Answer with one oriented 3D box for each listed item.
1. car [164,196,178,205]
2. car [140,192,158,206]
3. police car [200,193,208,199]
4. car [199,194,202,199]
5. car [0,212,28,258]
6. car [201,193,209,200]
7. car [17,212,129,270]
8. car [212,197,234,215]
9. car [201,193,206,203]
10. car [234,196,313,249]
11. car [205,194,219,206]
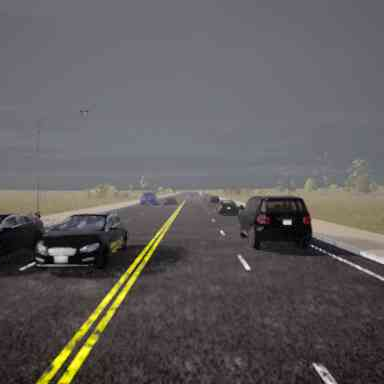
[{"bbox_3d":[-3.318,1.343,52.327,1.994,1.385,4.181,0,0,0],"label":"car"},{"bbox_3d":[-6.572,1.005,51.393,2.150,2.045,5.566,0,0,0],"label":"car"},{"bbox_3d":[3.251,1.102,93.045,2.038,1.542,4.974,0,0,0],"label":"police car"},{"bbox_3d":[3.250,1.202,71.075,2.163,1.488,4.792,0,0,0],"label":"car"},{"bbox_3d":[-6.600,1.446,10.955,2.128,1.511,4.902,0,0,0],"label":"car"},{"bbox_3d":[3.251,1.104,82.235,1.801,1.575,5.366,0,0,0],"label":"car"},{"bbox_3d":[-3.350,1.446,10.955,2.128,1.511,4.902,0,0,0],"label":"car"},{"bbox_3d":[3.350,1.429,32.273,1.994,1.385,4.181,0,0,0],"label":"car"},{"bbox_3d":[3.250,1.250,60.075,2.163,1.488,4.792,0,0,0],"label":"car"},{"bbox_3d":[3.350,1.161,14.366,2.150,2.045,5.566,0,0,0],"label":"car"},{"bbox_3d":[3.250,1.298,49.046,1.837,1.490,4.892,0,0,0],"label":"car"}]
